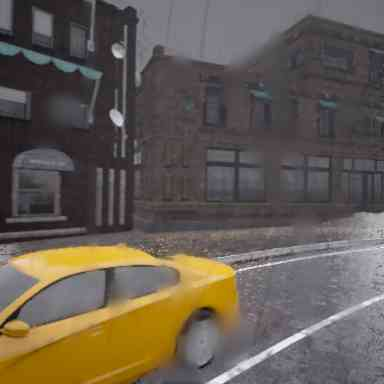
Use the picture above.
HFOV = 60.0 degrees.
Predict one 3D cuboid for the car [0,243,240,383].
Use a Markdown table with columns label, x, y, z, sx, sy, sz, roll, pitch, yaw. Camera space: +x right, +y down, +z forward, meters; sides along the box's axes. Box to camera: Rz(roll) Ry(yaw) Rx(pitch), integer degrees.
| label | x | y | z | sx | sy | sz | roll | pitch | yaw |
| --- | --- | --- | --- | --- | --- | --- | --- | --- | --- |
| car | -1.555 | 1.446 | 3.867 | 5.008 | 1.535 | 1.882 | 0 | 0 | -42 |
